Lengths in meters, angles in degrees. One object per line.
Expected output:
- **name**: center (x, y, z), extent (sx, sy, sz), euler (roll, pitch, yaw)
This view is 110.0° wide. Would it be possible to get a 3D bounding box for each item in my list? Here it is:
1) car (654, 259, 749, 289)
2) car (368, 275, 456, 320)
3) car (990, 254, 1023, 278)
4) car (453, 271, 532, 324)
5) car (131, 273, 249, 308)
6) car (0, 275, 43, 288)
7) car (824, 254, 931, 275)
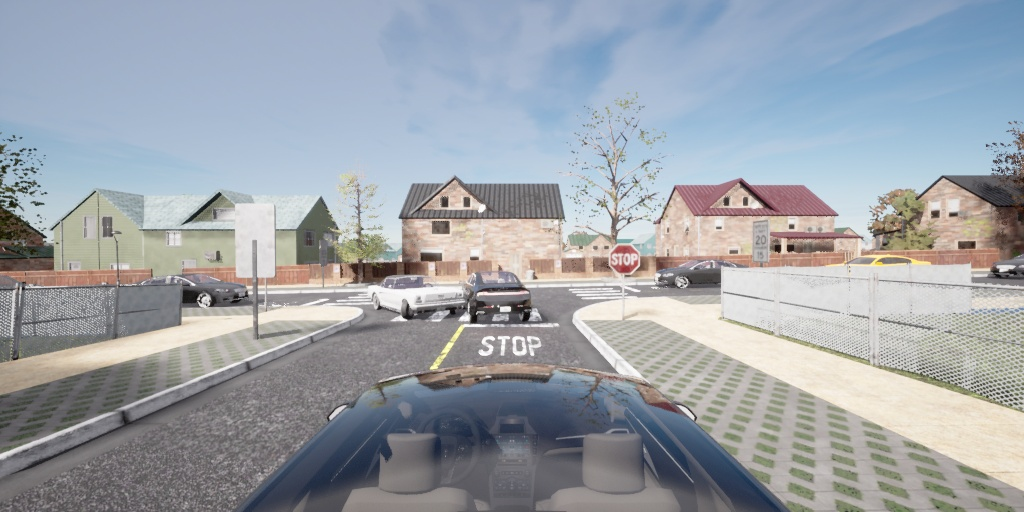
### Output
- **car**: center (10.333, 0.926, 19.562), extent (4.902, 1.511, 2.128), euler (-1, 1, 0)
- **car**: center (-3.600, 1.368, 13.015), extent (1.895, 1.301, 4.718), euler (0, 0, -38)
- **car**: center (29.388, 0.478, 19.633), extent (4.902, 1.511, 2.128), euler (-1, 1, 0)
- **car**: center (-0.684, 1.243, 12.155), extent (2.128, 1.511, 4.902), euler (0, 0, -12)
- **car**: center (-14.900, 1.566, 16.512), extent (4.902, 1.511, 2.128), euler (-1, 1, 0)
- **car**: center (-24.238, 1.648, 16.472), extent (4.553, 1.767, 2.097), euler (-1, 1, 0)
- **car**: center (19.763, 0.690, 19.597), extent (5.008, 1.535, 1.882), euler (-1, 1, -1)
